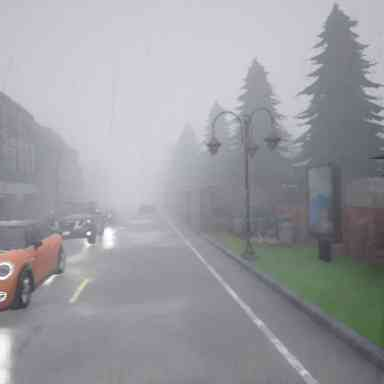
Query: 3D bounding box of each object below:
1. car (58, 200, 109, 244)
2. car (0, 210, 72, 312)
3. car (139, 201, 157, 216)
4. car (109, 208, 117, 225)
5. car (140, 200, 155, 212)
[{"bbox_3d":[-5.913,1.485,17.401,2.150,2.045,5.566,-2,0,-8],"label":"car"},{"bbox_3d":[-4.600,1.528,8.045,2.097,1.767,4.553,-2,0,-8],"label":"car"},{"bbox_3d":[-5.124,1.834,38.427,1.882,1.535,5.008,-2,0,-8],"label":"car"},{"bbox_3d":[-7.291,1.958,27.373,1.895,1.301,4.718,-2,0,-8],"label":"car"},{"bbox_3d":[-6.593,2.003,48.891,2.033,1.411,5.357,-2,0,-8],"label":"car"}]
